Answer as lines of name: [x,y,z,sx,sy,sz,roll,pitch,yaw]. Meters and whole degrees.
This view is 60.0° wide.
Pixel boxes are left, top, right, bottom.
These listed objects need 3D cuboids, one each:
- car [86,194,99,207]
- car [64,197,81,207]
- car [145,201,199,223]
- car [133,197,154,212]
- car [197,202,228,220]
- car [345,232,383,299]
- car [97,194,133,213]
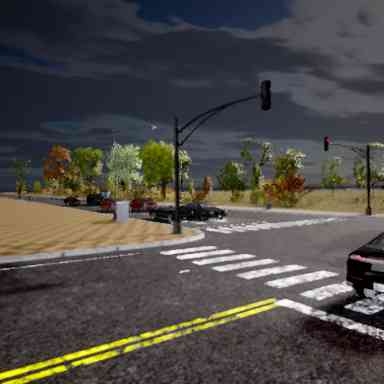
car: [-15.814,1.279,55.005,2.150,2.045,5.566,-1,0,-33]
car: [-20.131,1.589,55.739,1.882,1.535,5.008,-1,0,-33]
car: [-1.735,1.685,27.227,1.895,1.301,4.718,-1,1,-33]
car: [-5.534,1.395,39.046,2.097,1.767,4.553,-1,1,-33]
car: [0.827,1.579,29.248,2.033,1.411,5.357,-1,1,-33]
car: [5.298,1.517,7.229,4.902,1.511,2.128,2,-1,-36]
car: [-8.944,1.447,38.330,2.097,1.767,4.553,-1,1,-33]
